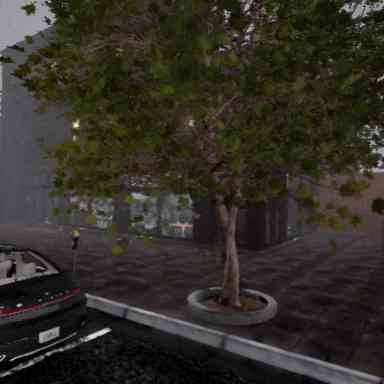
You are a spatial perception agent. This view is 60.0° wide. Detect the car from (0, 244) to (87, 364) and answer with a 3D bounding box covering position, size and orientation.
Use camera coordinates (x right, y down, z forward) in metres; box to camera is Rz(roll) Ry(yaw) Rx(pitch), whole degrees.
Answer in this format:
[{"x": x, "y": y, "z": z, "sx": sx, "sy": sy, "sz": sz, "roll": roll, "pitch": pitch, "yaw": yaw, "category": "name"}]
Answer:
[{"x": -3.548, "y": 1.537, "z": 5.406, "sx": 4.403, "sy": 1.369, "sz": 2.008, "roll": 0, "pitch": 1, "yaw": 36, "category": "car"}]
